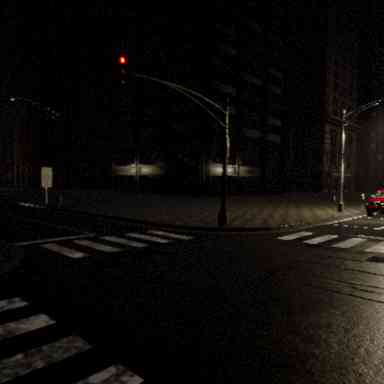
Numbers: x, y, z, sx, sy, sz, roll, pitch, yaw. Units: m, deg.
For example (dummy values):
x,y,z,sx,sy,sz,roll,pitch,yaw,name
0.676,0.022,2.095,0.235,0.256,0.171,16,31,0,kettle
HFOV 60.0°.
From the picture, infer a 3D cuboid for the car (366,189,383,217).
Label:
x,y,z,sx,sy,sz,roll,pitch,yaw,name
13.786,0.737,23.070,2.192,1.841,5.009,3,3,43,car
